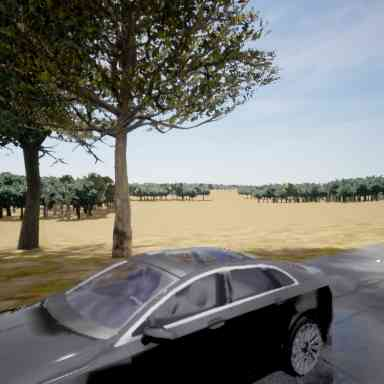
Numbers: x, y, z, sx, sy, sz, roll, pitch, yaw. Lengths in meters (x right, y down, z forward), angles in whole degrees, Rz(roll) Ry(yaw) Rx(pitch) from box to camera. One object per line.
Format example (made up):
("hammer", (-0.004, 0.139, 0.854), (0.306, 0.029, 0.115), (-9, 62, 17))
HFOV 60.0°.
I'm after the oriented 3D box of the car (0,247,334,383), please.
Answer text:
("car", (-0.262, 1.493, 3.896), (4.902, 1.511, 2.128), (0, 0, -38))
